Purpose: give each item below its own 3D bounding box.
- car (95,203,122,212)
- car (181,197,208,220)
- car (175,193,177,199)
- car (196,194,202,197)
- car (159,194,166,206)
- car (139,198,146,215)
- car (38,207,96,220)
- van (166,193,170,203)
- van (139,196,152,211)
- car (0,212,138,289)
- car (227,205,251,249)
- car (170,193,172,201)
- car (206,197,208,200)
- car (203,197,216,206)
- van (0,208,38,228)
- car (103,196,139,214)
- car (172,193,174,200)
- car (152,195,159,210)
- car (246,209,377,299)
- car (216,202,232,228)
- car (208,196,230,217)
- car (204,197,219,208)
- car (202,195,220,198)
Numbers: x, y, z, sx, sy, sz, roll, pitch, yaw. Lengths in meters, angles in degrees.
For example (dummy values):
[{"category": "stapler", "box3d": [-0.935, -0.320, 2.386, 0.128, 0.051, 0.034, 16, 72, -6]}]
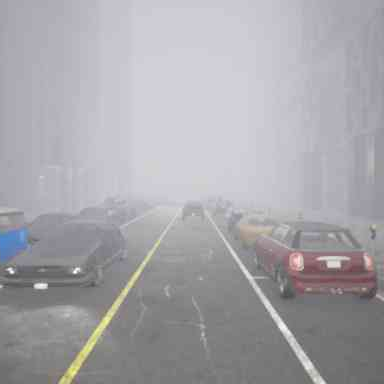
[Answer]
[{"category": "car", "box3d": [-5.753, 1.540, 19.685, 1.947, 1.339, 4.313, 0, 0, 0]}, {"category": "car", "box3d": [0.114, 1.469, 28.037, 1.837, 1.490, 4.892, 0, 0, 0]}, {"category": "car", "box3d": [-5.716, 1.335, 87.324, 1.967, 1.590, 4.097, 0, 0, 0]}, {"category": "car", "box3d": [0.086, 1.396, 44.997, 1.801, 1.575, 5.366, 0, 0, 1]}, {"category": "car", "box3d": [-5.735, 1.371, 53.506, 1.967, 1.590, 4.097, 0, 0, 0]}, {"category": "car", "box3d": [-5.747, 1.504, 30.959, 1.887, 1.381, 4.507, 0, 0, 0]}, {"category": "car", "box3d": [-5.756, 1.547, 14.048, 1.947, 1.339, 4.313, 0, 0, 0]}, {"category": "van", "box3d": [-5.729, 1.257, 64.778, 1.690, 1.788, 3.998, 0, 0, 0]}, {"category": "van", "box3d": [-5.744, 1.293, 36.595, 1.690, 1.788, 3.998, 0, 0, 0]}, {"category": "car", "box3d": [-3.074, 1.535, 9.454, 2.033, 1.411, 5.357, 0, 0, 0]}, {"category": "car", "box3d": [2.769, 1.506, 14.225, 1.752, 1.417, 4.829, 0, 0, 0]}, {"category": "car", "box3d": [-5.725, 1.436, 70.246, 1.752, 1.417, 4.829, 0, 0, 0]}, {"category": "car", "box3d": [2.781, 1.517, 36.600, 1.947, 1.339, 4.313, 0, 0, 0]}, {"category": "car", "box3d": [2.791, 1.496, 53.509, 1.947, 1.339, 4.313, 0, 0, 0]}, {"category": "van", "box3d": [-5.760, 1.330, 8.411, 1.690, 1.788, 3.998, 0, 0, 0]}, {"category": "car", "box3d": [-5.751, 1.282, 25.321, 2.192, 1.841, 5.009, 0, 0, 0]}, {"category": "car", "box3d": [-5.722, 1.455, 76.051, 2.008, 1.369, 4.403, 0, 0, 0]}, {"category": "car", "box3d": [-5.741, 1.385, 42.232, 1.967, 1.590, 4.097, 0, 0, 0]}, {"category": "car", "box3d": [2.765, 1.429, 8.418, 1.967, 1.590, 4.097, 0, 0, 0]}, {"category": "car", "box3d": [2.772, 1.524, 19.691, 2.008, 1.369, 4.403, 0, 0, 0]}, {"category": "car", "box3d": [2.778, 1.399, 30.963, 1.967, 1.590, 4.097, 0, 0, 0]}, {"category": "car", "box3d": [2.788, 1.482, 47.873, 1.887, 1.381, 4.507, 0, 0, 0]}, {"category": "car", "box3d": [2.784, 1.259, 42.236, 2.192, 1.841, 5.009, 0, 0, 0]}]
